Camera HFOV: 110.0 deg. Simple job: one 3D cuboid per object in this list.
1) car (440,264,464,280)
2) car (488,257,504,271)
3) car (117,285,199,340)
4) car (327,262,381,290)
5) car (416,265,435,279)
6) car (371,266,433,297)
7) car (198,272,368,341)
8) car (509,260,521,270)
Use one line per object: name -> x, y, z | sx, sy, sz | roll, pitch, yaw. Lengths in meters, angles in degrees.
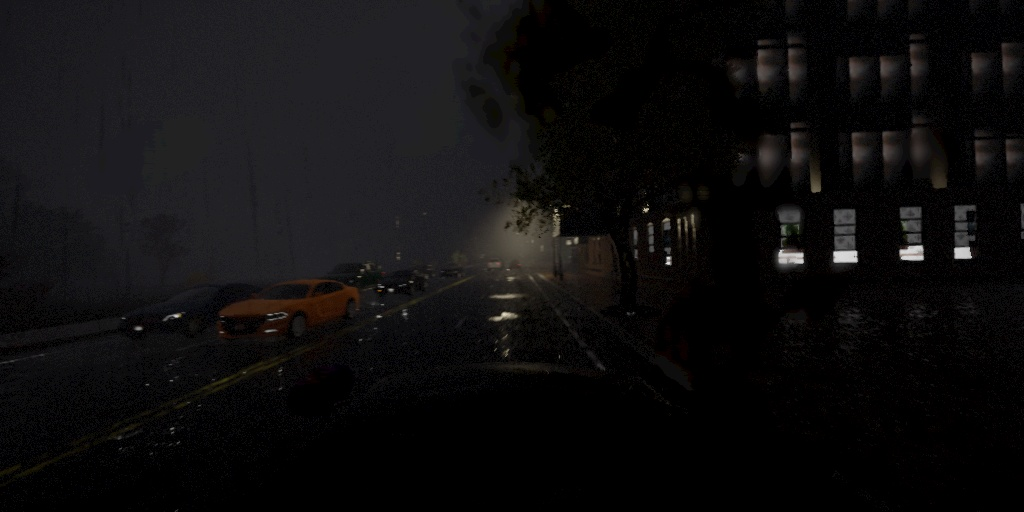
car -> -6.242, 1.556, 37.837 | 1.882, 1.535, 5.008 | -2, 0, 1
car -> -2.771, 1.398, 59.530 | 2.150, 2.045, 5.566 | -2, 0, 1
car -> -9.850, 1.646, 11.792 | 1.812, 1.442, 4.674 | -2, 0, 1
car -> -9.712, 1.395, 22.014 | 2.150, 2.045, 5.566 | -2, 0, 1
car -> -9.490, 1.680, 37.871 | 1.837, 1.490, 4.892 | -2, 0, 1
car -> -6.461, 1.577, 21.653 | 1.837, 1.490, 4.892 | -2, 0, 1
car -> -6.611, 1.492, 11.231 | 1.882, 1.535, 5.008 | -2, 0, 1
car -> 0.491, 1.601, 59.882 | 1.812, 1.442, 4.674 | -2, 0, 1
